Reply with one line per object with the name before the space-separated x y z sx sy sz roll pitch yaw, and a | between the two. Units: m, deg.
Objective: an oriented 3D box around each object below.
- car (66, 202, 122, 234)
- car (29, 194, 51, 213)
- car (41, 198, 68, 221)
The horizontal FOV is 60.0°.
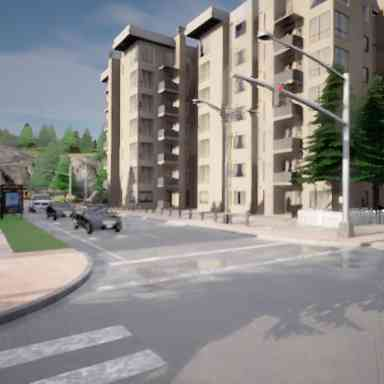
car | -5.670 1.546 19.711 2.128 1.511 4.902 0 0 -32
car | -17.177 1.278 37.979 2.150 2.045 5.566 0 -1 -32
car | -11.050 1.545 28.221 2.128 1.511 4.902 0 0 -32
